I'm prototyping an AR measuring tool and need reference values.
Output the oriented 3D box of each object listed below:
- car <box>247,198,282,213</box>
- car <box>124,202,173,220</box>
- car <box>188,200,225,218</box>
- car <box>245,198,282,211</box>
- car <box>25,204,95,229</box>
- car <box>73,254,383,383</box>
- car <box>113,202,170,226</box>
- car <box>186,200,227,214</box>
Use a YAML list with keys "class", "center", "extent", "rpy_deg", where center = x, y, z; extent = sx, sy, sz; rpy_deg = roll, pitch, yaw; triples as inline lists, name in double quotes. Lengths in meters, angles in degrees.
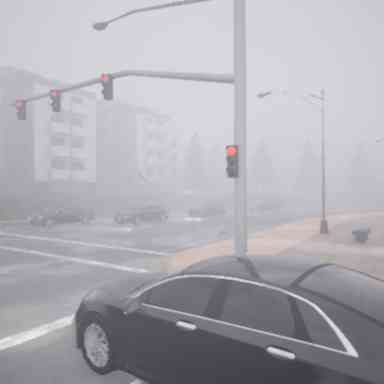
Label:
- class: "car"
  center: [8.725, 1.609, 39.693]
  extent: [4.902, 1.511, 2.128]
  rpy_deg: [0, 0, -38]
- class: "car"
  center: [-3.963, 1.681, 30.891]
  extent: [1.812, 1.442, 4.674]
  rpy_deg: [-1, 0, 36]
- class: "car"
  center: [1.468, 1.693, 32.264]
  extent: [1.994, 1.385, 4.181]
  rpy_deg: [-1, 0, 39]
- class: "car"
  center: [9.653, 1.611, 44.720]
  extent: [5.008, 1.535, 1.882]
  rpy_deg: [0, 0, -33]
- class: "car"
  center: [-9.112, 1.646, 23.339]
  extent: [2.128, 1.511, 4.902]
  rpy_deg: [-1, 0, 35]
- class: "car"
  center: [0.522, 1.517, 3.907]
  extent: [4.892, 1.490, 1.837]
  rpy_deg: [-1, 0, 39]
- class: "car"
  center: [-3.744, 1.634, 25.033]
  extent: [1.837, 1.490, 4.892]
  rpy_deg: [-1, 0, 34]
- class: "car"
  center: [1.739, 1.657, 38.026]
  extent: [1.837, 1.490, 4.892]
  rpy_deg: [-1, 0, 45]
